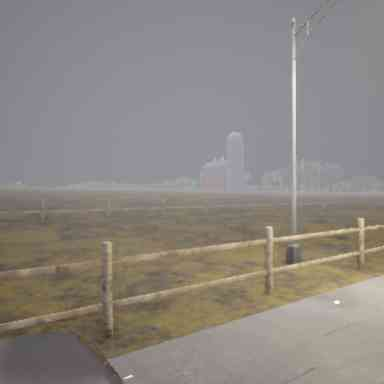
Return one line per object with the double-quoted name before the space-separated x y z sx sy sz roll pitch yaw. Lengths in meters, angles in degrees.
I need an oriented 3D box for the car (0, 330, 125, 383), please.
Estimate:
"car" -2.736 1.556 1.117 5.357 1.411 2.033 0 0 -36
